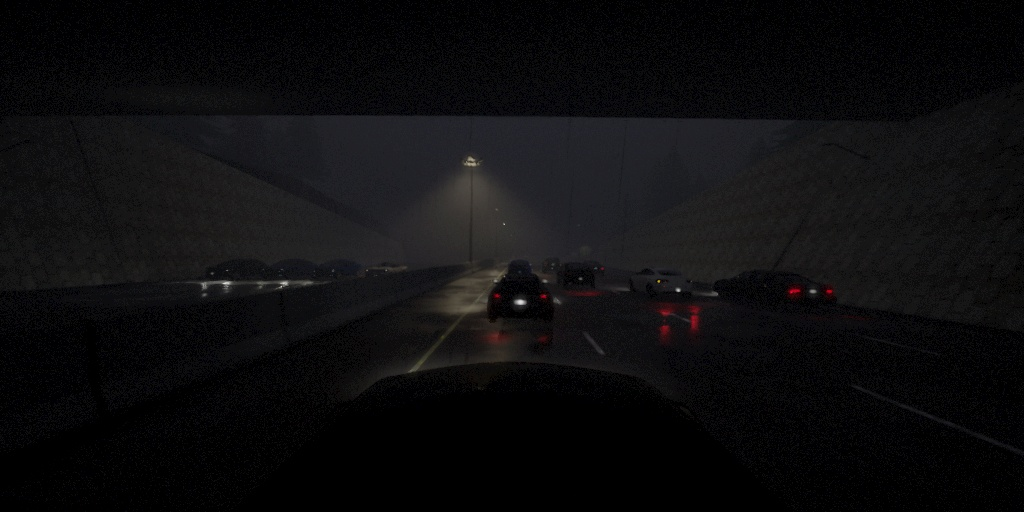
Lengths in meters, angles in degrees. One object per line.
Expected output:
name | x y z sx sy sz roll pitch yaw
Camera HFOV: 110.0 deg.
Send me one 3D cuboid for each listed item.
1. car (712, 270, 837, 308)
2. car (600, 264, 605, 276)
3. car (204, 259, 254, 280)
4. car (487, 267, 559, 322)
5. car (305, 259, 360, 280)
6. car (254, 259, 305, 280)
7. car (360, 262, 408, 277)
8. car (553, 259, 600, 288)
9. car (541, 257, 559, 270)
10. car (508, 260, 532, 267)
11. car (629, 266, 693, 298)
car | 10.850 1.315 15.367 2.033 1.411 5.357 0 0 1
car | 7.751 1.186 35.406 2.033 1.411 5.357 0 0 1
car | -20.550 0.958 27.079 1.837 1.490 4.892 0 0 2
car | 0.281 1.263 12.038 1.994 1.385 4.181 0 0 1
car | -13.522 0.981 27.957 1.882 1.535 5.008 0 0 2
car | -17.028 0.953 27.780 1.882 1.535 5.008 0 0 2
car | -9.999 1.129 28.803 1.895 1.301 4.718 0 0 2
car | 4.002 1.149 23.096 1.882 1.535 5.008 0 0 1
car | 4.333 0.941 39.461 2.097 1.767 4.553 0 0 1
car | 0.652 1.083 30.571 1.882 1.535 5.008 0 0 1
car | 7.398 1.251 18.162 1.812 1.442 4.674 0 1 1
